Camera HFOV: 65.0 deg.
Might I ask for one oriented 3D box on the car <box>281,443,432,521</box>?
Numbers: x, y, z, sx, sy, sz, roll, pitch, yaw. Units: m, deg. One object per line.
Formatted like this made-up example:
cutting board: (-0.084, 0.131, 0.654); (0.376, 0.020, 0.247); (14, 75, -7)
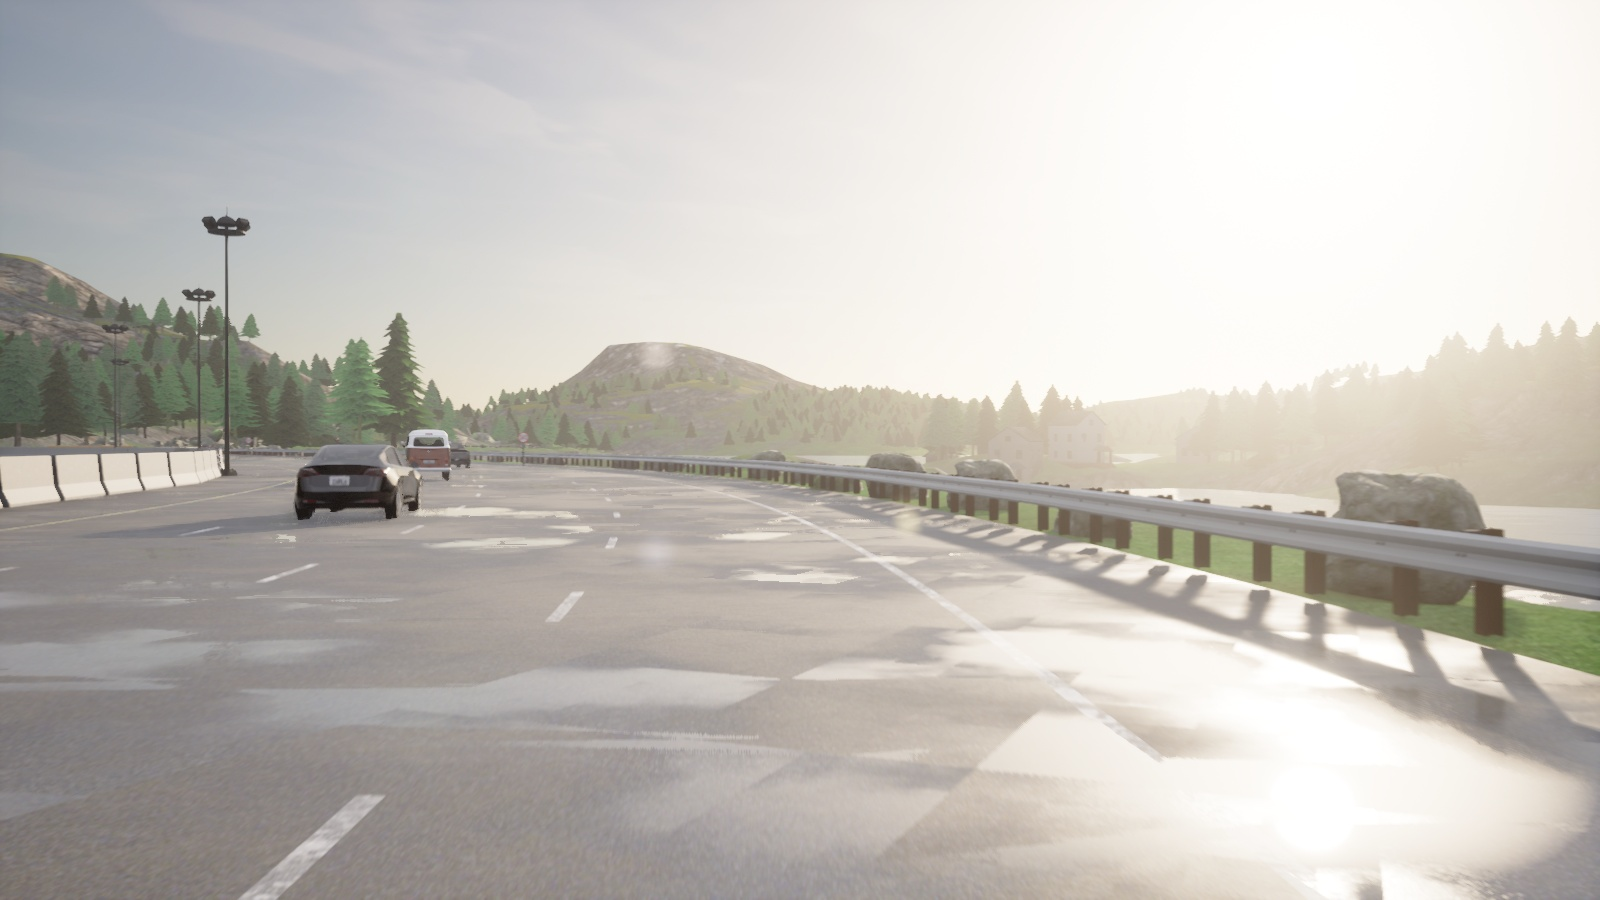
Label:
car: (-9.171, 0.593, 26.394); (2.163, 1.488, 4.792); (0, 0, -9)

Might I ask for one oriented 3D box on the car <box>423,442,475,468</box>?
car: (-20.933, 0.272, 74.816); (2.128, 1.511, 4.902); (0, 0, -26)

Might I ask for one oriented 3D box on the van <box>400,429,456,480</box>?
van: (-15.530, 0.168, 52.311); (2.069, 2.038, 4.480); (0, 0, -18)
